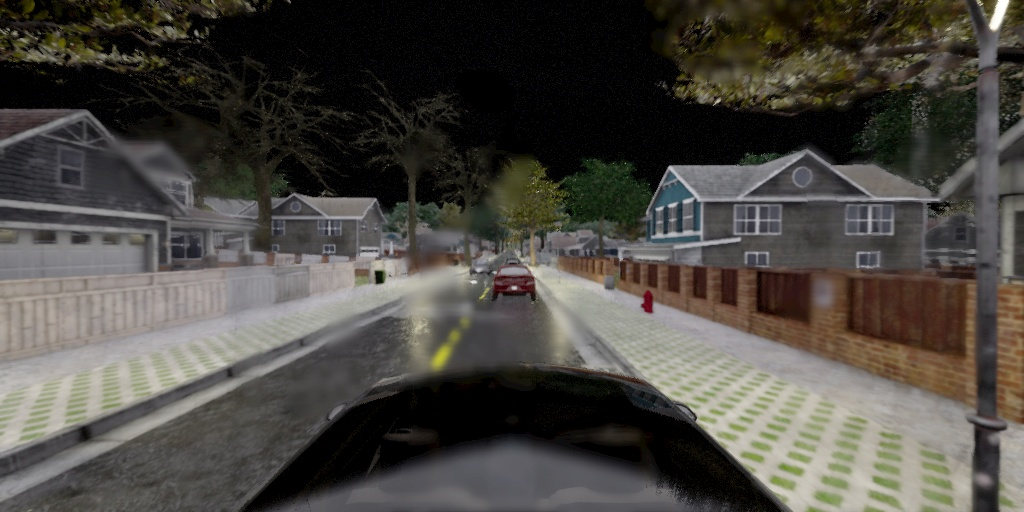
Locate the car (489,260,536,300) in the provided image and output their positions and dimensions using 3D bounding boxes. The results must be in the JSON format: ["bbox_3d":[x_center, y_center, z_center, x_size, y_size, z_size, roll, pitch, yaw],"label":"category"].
[{"bbox_3d":[0.096,1.150,17.275,1.882,1.535,5.008,0,0,0],"label":"car"}]

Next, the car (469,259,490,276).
[{"bbox_3d":[-2.844,1.036,33.383,2.128,1.511,4.902,0,1,0],"label":"car"}]
